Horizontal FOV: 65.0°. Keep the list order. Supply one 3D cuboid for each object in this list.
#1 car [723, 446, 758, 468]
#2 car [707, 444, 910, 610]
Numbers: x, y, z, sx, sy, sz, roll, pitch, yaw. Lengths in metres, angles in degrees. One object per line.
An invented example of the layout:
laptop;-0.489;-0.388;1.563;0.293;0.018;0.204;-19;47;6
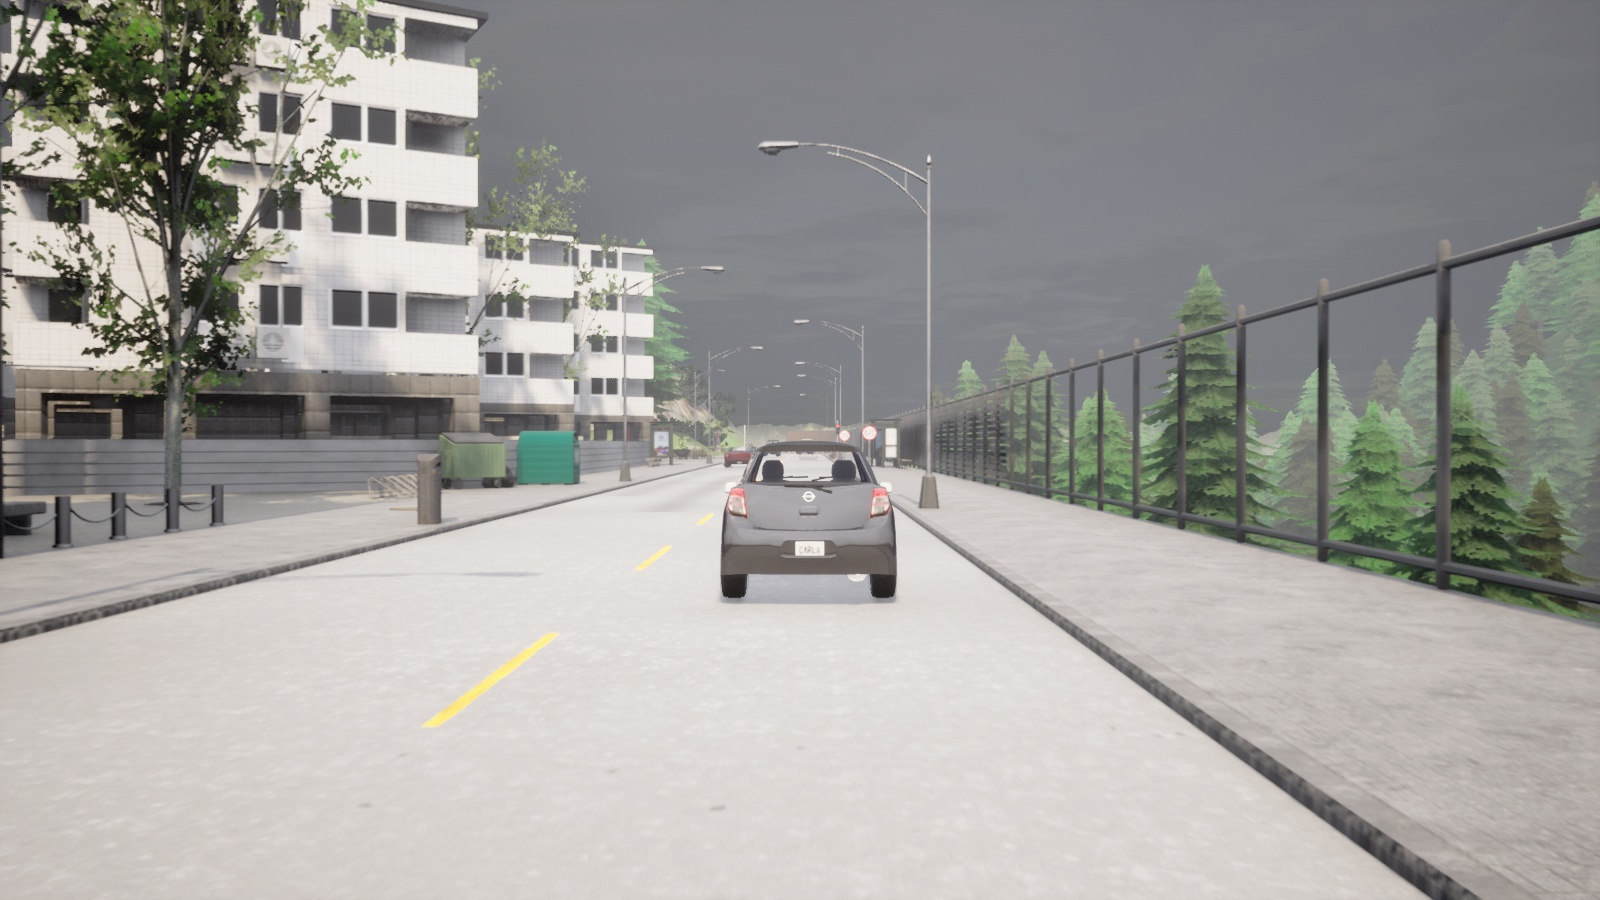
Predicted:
car;-3.579;0.415;76.199;1.895;1.301;4.718;0;0;0
car;0.086;0.686;13.191;1.845;1.501;3.633;0;0;0
